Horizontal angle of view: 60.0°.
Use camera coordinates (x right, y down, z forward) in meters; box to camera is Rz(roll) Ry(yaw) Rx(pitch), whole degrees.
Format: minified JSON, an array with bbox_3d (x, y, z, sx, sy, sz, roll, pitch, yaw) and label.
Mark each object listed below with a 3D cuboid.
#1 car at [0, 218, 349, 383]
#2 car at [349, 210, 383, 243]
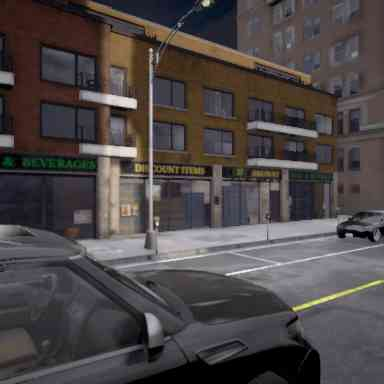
[{"bbox_3d":[-1.524,1.223,2.193,5.566,2.045,2.150,0,0,-35],"label":"car"},{"bbox_3d":[8.836,1.567,16.200,4.313,1.339,1.947,0,0,-35],"label":"car"}]
